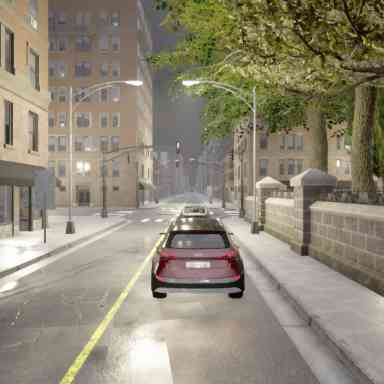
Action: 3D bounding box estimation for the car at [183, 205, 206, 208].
[{"bbox_3d":[0.141,1.503,18.339,1.837,1.490,4.892,0,0,0],"label":"car"}]

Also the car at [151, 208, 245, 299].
[{"bbox_3d":[0.119,1.430,8.492,2.033,1.649,4.856,0,0,0],"label":"car"}]
